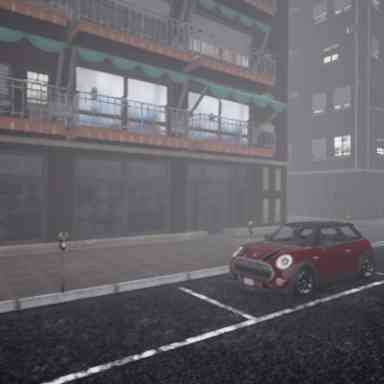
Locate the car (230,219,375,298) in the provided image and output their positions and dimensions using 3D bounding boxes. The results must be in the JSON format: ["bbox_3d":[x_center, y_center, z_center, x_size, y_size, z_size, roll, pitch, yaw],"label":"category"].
[{"bbox_3d":[2.909,1.509,8.639,4.097,1.590,1.967,1,0,-36],"label":"car"}]
